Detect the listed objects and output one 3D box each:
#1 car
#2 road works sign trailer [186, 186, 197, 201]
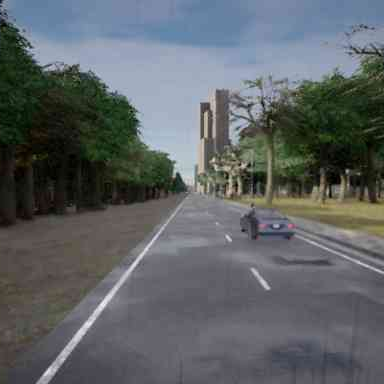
[{"bbox_3d":[3.593,1.500,16.710,2.033,1.411,5.357,0,0,0],"label":"car"},{"bbox_3d":[-0.034,0.332,80.293,2.380,3.560,2.880,0,0,0],"label":"road works sign trailer"}]
